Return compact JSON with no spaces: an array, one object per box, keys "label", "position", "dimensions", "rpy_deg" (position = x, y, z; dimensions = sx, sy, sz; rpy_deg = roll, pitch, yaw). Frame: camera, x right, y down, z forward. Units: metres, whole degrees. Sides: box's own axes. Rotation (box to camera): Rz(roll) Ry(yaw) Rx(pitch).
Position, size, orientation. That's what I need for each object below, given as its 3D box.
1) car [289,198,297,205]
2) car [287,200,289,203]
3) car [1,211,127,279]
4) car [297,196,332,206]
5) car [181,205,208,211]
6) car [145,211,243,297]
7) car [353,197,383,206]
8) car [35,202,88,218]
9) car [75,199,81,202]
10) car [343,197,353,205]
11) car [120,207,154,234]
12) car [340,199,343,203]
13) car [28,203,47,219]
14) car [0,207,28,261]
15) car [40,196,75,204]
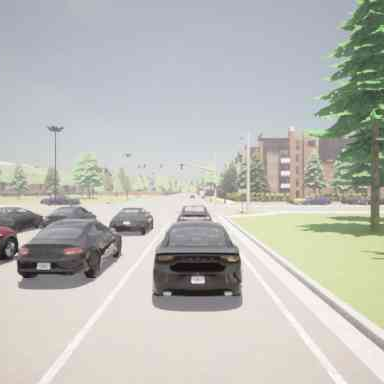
[{"label":"car","position":[19.792,1.477,56.941],"dimensions":[5.008,1.535,1.882],"rpy_deg":[0,0,0]},{"label":"car","position":[20.024,1.547,60.437],"dimensions":[5.357,1.411,2.033],"rpy_deg":[0,0,0]},{"label":"car","position":[-3.385,1.526,9.900],"dimensions":[1.812,1.442,4.674],"rpy_deg":[0,0,0]},{"label":"car","position":[19.958,1.525,53.437],"dimensions":[4.674,1.442,1.812],"rpy_deg":[0,0,0]},{"label":"car","position":[0.131,1.492,18.833],"dimensions":[2.128,1.511,4.902],"rpy_deg":[0,0,0]},{"label":"car","position":[0.114,1.478,8.668],"dimensions":[1.882,1.535,5.008],"rpy_deg":[0,0,0]},{"label":"car","position":[29.224,1.491,53.498],"dimensions":[4.902,1.511,2.128],"rpy_deg":[0,0,0]},{"label":"car","position":[-6.870,1.525,19.115],"dimensions":[1.812,1.442,4.674],"rpy_deg":[0,0,0]},{"label":"car","position":[-21.942,1.547,57.142],"dimensions":[5.357,1.411,2.033],"rpy_deg":[0,0,1]},{"label":"car","position":[29.131,1.600,56.985],"dimensions":[4.718,1.301,1.895],"rpy_deg":[0,0,0]},{"label":"car","position":[-3.367,1.564,19.165],"dimensions":[1.994,1.385,4.181],"rpy_deg":[0,0,0]},{"label":"car","position":[29.609,1.600,60.457],"dimensions":[4.718,1.301,1.895],"rpy_deg":[0,0,0]},{"label":"car","position":[-10.369,1.564,19.286],"dimensions":[1.994,1.385,4.181],"rpy_deg":[0,0,0]},{"label":"car","position":[-6.885,1.352,9.354],"dimensions":[2.097,1.767,4.553],"rpy_deg":[0,0,0]},{"label":"car","position":[-22.007,1.351,53.641],"dimensions":[4.553,1.767,2.097],"rpy_deg":[0,0,0]}]
